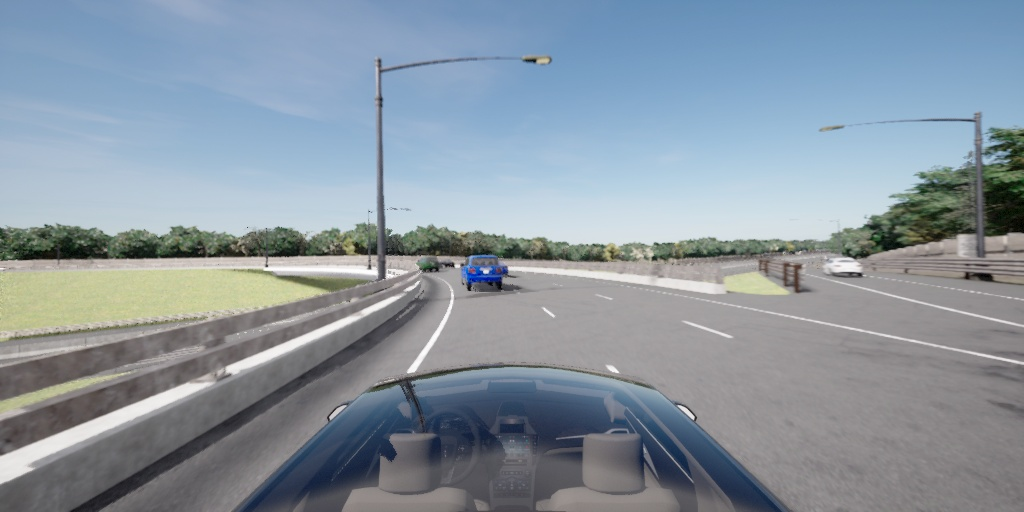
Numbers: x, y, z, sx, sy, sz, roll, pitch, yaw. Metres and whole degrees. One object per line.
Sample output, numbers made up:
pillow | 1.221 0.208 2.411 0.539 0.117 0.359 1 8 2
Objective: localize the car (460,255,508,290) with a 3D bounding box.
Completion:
car | -2.011 0.996 22.828 2.150 2.045 5.566 -1 0 -12

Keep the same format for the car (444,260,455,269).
car | -11.902 1.415 63.586 1.882 1.535 5.008 -1 0 -36

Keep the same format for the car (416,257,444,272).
car | -11.654 1.155 49.593 2.150 2.045 5.566 -1 0 -28

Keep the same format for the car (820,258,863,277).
car | 26.474 0.891 28.821 1.812 1.442 4.674 -1 -1 32
